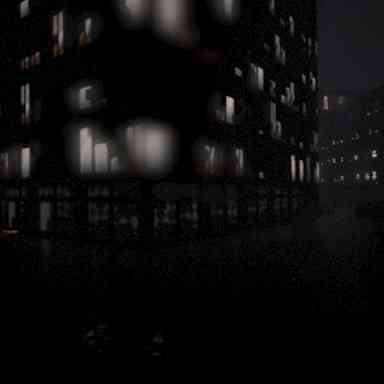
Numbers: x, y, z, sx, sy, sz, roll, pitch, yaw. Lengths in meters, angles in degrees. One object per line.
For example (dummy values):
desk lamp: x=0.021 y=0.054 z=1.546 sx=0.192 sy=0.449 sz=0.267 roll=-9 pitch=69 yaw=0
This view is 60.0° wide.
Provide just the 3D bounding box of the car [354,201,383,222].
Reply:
car: x=17.295 y=1.805 z=31.186 sx=2.192 sy=1.841 sz=5.009 roll=-1 pitch=-1 yaw=-5

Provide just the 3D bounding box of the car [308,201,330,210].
car: x=22.692 y=2.399 z=59.457 sx=1.887 sy=1.381 sz=4.507 roll=-1 pitch=-1 yaw=-5

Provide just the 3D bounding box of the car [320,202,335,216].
car: x=16.332 y=2.186 z=42.041 sx=1.752 sy=1.417 sz=4.829 roll=-1 pitch=-1 yaw=-5
